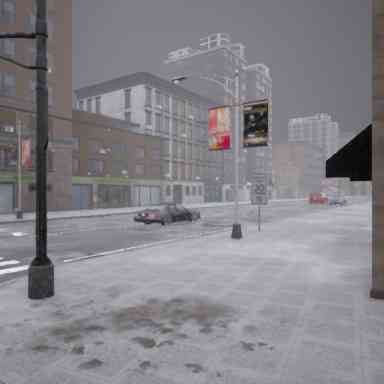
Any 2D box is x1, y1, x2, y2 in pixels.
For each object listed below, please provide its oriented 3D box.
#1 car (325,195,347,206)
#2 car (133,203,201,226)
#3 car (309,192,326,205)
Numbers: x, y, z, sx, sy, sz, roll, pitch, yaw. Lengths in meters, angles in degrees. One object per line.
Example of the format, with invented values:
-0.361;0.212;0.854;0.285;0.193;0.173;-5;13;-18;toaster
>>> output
22.646;1.378;51.516;2.033;1.411;5.357;0;0;34;car
-1.559;1.469;22.551;2.033;1.411;5.357;0;0;35;car
21.010;1.048;54.865;2.150;2.045;5.566;0;0;35;car
